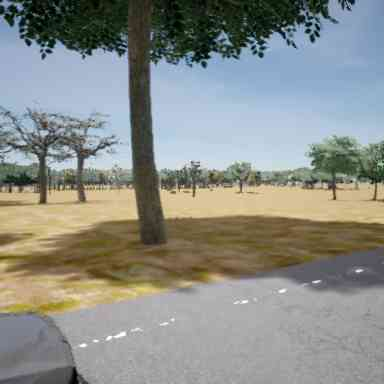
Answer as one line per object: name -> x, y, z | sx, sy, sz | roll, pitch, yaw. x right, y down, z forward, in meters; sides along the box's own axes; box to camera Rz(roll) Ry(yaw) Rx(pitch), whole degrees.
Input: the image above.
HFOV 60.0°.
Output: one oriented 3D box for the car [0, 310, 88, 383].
car -> -3.282, 1.552, 1.649 | 5.357, 1.411, 2.033 | 0, 0, -36
